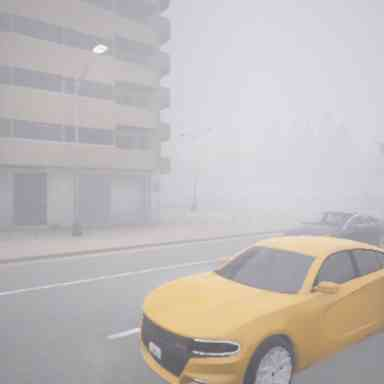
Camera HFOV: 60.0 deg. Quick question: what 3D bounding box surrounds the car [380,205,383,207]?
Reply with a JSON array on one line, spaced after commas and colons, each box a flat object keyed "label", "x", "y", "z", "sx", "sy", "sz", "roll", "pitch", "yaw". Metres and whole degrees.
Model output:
[{"label": "car", "x": 19.254, "y": 1.427, "z": 29.489, "sx": 1.895, "sy": 1.301, "sz": 4.718, "roll": 0, "pitch": 0, "yaw": -25}]

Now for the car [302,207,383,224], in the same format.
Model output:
[{"label": "car", "x": 5.284, "y": 1.453, "z": 11.955, "sx": 4.902, "sy": 1.511, "sz": 2.128, "roll": 0, "pitch": 0, "yaw": -35}]

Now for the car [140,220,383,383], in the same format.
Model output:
[{"label": "car", "x": 1.632, "y": 1.463, "z": 5.119, "sx": 5.008, "sy": 1.535, "sz": 1.882, "roll": 0, "pitch": 0, "yaw": -35}]
